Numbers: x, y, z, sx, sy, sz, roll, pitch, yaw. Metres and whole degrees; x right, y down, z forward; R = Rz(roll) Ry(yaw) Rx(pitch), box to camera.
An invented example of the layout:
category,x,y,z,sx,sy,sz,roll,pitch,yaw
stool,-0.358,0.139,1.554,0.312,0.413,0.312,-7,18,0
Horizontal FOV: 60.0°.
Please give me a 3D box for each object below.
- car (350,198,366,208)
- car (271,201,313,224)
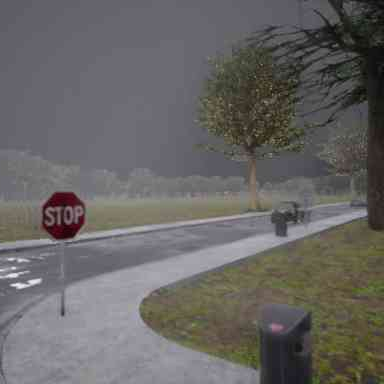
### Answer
category,x,y,z,sx,sy,sz,roll,pitch,yaw
car,25.244,1.658,50.469,2.128,1.511,4.902,-1,-1,35
car,7.986,1.501,26.436,2.097,1.767,4.553,-1,-1,36
